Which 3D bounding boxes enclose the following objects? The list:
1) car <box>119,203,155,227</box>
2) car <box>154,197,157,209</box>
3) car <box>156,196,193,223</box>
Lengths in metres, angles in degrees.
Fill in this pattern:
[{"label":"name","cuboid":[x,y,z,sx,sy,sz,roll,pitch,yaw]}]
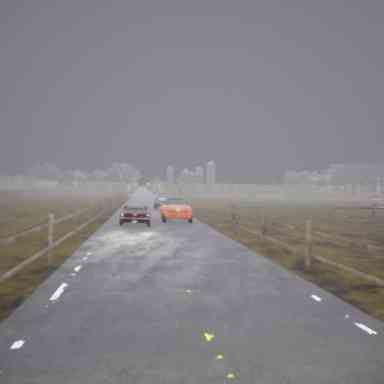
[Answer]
[{"label":"car","cuboid":[-3.591,1.367,21.157,1.895,1.301,4.718,2,0,-9]},{"label":"car","cuboid":[-3.484,1.205,38.723,1.812,1.442,4.674,2,1,-8]},{"label":"car","cuboid":[-1.242,1.195,24.399,2.097,1.767,4.553,2,0,-8]}]
